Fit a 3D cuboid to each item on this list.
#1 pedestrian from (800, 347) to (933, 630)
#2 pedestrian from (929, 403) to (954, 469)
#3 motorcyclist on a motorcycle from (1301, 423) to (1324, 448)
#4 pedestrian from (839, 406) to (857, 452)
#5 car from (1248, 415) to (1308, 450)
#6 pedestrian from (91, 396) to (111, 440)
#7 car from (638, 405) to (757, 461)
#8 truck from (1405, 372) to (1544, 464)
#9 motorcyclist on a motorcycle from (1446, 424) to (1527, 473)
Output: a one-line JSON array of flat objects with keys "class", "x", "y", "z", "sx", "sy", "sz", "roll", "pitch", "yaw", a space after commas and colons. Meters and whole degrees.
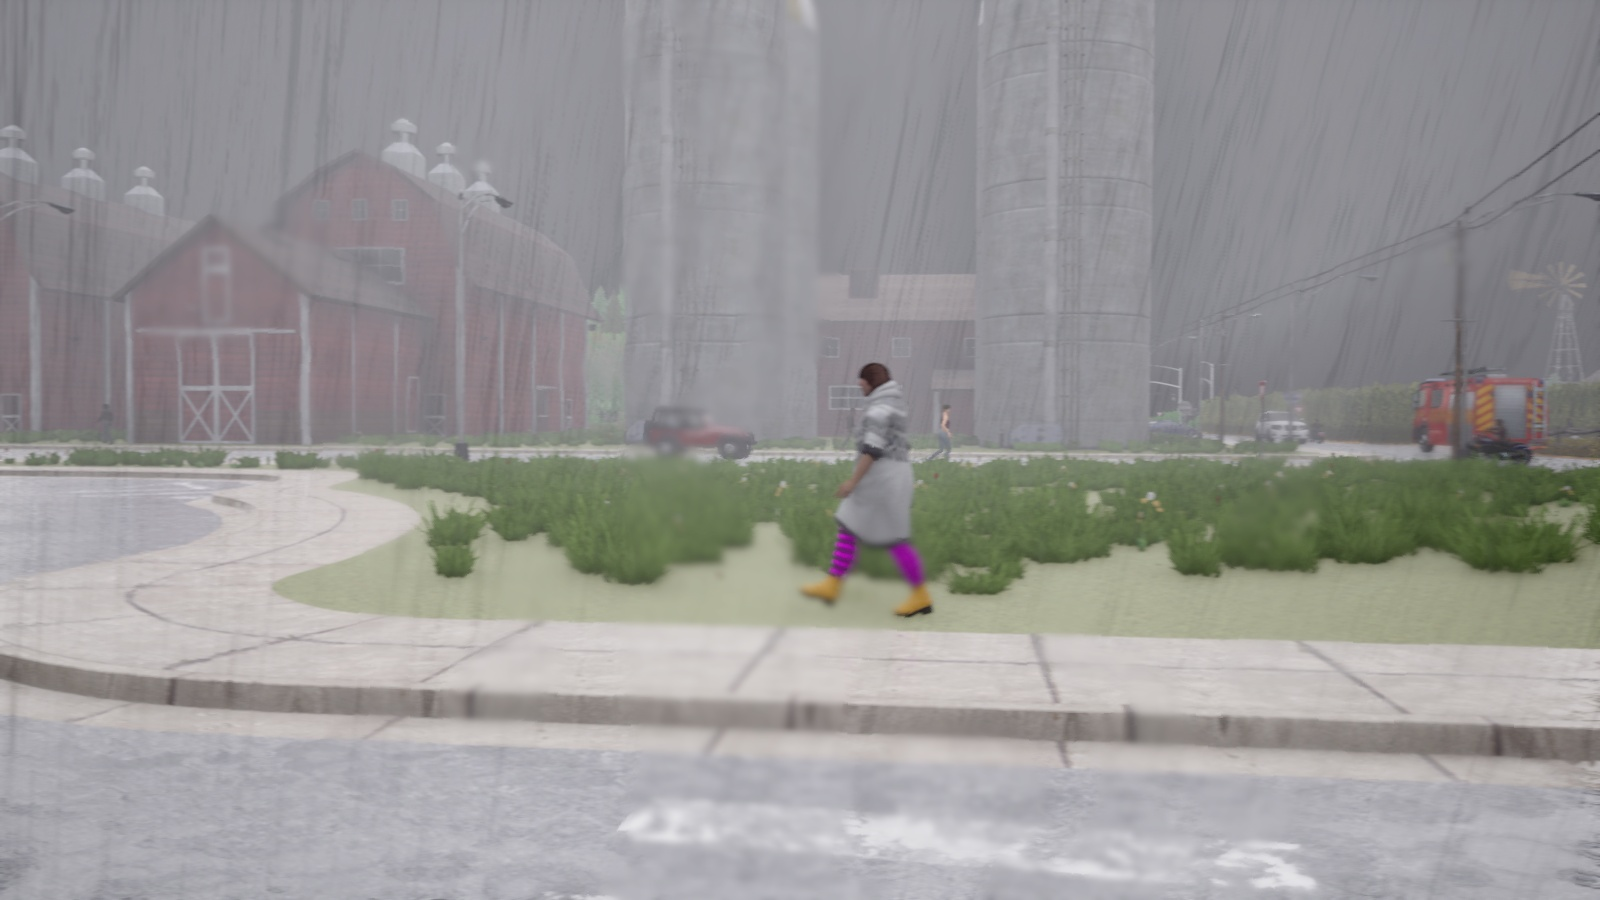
[{"class": "pedestrian", "x": 0.489, "y": 0.255, "z": 9.040, "sx": 0.873, "sy": 1.952, "sz": 0.659, "roll": 1, "pitch": 2, "yaw": 8}, {"class": "pedestrian", "x": 3.975, "y": -0.402, "z": 35.340, "sx": 0.594, "sy": 1.836, "sz": 0.345, "roll": 0, "pitch": 2, "yaw": -11}, {"class": "motorcyclist on a motorcycle", "x": 33.543, "y": -0.965, "z": 82.175, "sx": 0.766, "sy": 1.649, "sz": 2.350, "roll": 1, "pitch": 1, "yaw": 7}, {"class": "pedestrian", "x": 1.959, "y": -0.857, "z": 51.389, "sx": 0.703, "sy": 1.840, "sz": 0.431, "roll": 1, "pitch": 2, "yaw": -2}, {"class": "car", "x": 29.435, "y": -1.125, "z": 77.463, "sx": 2.150, "sy": 2.045, "sz": 5.566, "roll": 1, "pitch": 2, "yaw": 7}, {"class": "pedestrian", "x": -31.555, "y": -1.447, "z": 56.708, "sx": 0.666, "sy": 1.930, "sz": 0.402, "roll": 1, "pitch": 2, "yaw": 6}, {"class": "car", "x": -3.577, "y": -0.599, "z": 44.277, "sx": 3.866, "sy": 1.878, "sz": 1.905, "roll": 1, "pitch": 2, "yaw": 6}, {"class": "truck", "x": 30.519, "y": -1.456, "z": 57.285, "sx": 2.891, "sy": 3.827, "sz": 8.468, "roll": 1, "pitch": 2, "yaw": 9}, {"class": "motorcyclist on a motorcycle", "x": 23.873, "y": -0.066, "z": 43.693, "sx": 2.350, "sy": 1.649, "sz": 0.766, "roll": 2, "pitch": 3, "yaw": 36}]
